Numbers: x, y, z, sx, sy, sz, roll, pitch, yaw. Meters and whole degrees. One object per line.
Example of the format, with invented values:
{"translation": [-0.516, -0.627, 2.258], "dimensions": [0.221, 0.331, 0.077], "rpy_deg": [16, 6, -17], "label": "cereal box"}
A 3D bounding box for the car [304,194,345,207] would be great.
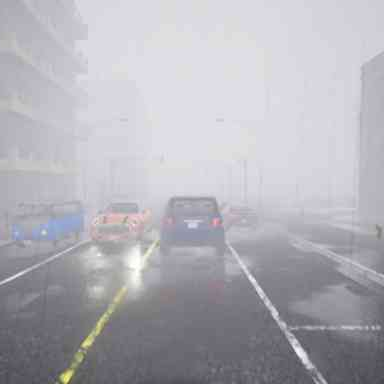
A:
{"translation": [16.646, 1.252, 42.620], "dimensions": [4.403, 1.369, 2.008], "rpy_deg": [0, 1, 1], "label": "car"}

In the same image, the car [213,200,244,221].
{"translation": [2.638, 1.322, 24.846], "dimensions": [1.802, 1.307, 4.206], "rpy_deg": [-1, 1, 0], "label": "car"}

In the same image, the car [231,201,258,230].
{"translation": [2.646, 1.344, 19.265], "dimensions": [1.887, 1.381, 4.507], "rpy_deg": [-1, 1, 0], "label": "car"}

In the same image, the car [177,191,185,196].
{"translation": [-3.157, 0.480, 93.836], "dimensions": [2.033, 1.411, 5.357], "rpy_deg": [0, 1, 0], "label": "car"}

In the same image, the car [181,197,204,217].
{"translation": [0.043, 1.201, 29.030], "dimensions": [1.837, 1.490, 4.892], "rpy_deg": [0, 1, 0], "label": "car"}

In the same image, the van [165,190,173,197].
{"translation": [-5.847, 0.399, 85.440], "dimensions": [1.690, 1.788, 3.998], "rpy_deg": [-1, 1, 0], "label": "van"}

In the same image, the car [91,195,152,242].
{"translation": [-3.123, 1.191, 15.416], "dimensions": [2.097, 1.767, 4.553], "rpy_deg": [0, 1, 0], "label": "car"}

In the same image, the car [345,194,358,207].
{"translation": [22.128, 1.294, 42.555], "dimensions": [4.313, 1.339, 1.947], "rpy_deg": [0, 1, 1], "label": "car"}

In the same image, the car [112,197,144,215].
{"translation": [-5.753, 1.232, 30.376], "dimensions": [2.008, 1.369, 4.403], "rpy_deg": [-1, 1, 0], "label": "car"}

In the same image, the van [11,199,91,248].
{"translation": [-5.728, 1.199, 13.632], "dimensions": [1.690, 1.788, 3.998], "rpy_deg": [-1, 1, 0], "label": "van"}

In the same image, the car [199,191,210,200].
{"translation": [2.530, 0.697, 68.552], "dimensions": [1.967, 1.590, 4.097], "rpy_deg": [-1, 1, 0], "label": "car"}

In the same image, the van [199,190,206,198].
{"translation": [2.510, 0.466, 79.842], "dimensions": [1.690, 1.788, 3.998], "rpy_deg": [-1, 1, 0], "label": "van"}

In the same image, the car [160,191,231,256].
{"translation": [0.046, 1.088, 12.738], "dimensions": [2.150, 2.045, 5.566], "rpy_deg": [0, 0, 1], "label": "car"}
